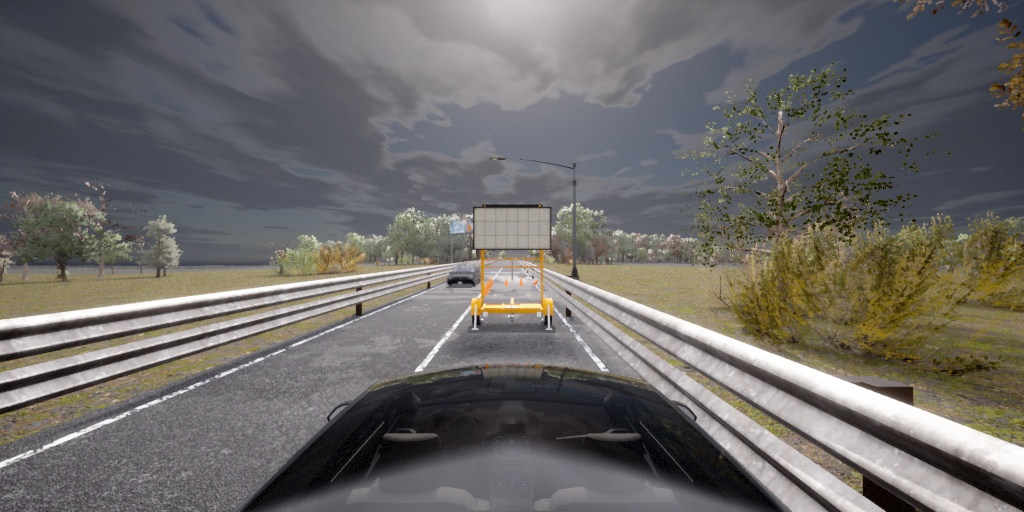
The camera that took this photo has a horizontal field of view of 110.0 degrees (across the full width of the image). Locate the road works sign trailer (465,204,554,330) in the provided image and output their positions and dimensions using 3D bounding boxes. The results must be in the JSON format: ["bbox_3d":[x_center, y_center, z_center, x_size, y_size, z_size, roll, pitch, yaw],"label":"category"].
[{"bbox_3d":[0.009,0.218,11.101,2.380,3.560,2.880,0,0,0],"label":"road works sign trailer"}]

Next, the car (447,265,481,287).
[{"bbox_3d":[-3.252,1.306,25.157,2.033,1.411,5.357,0,0,0],"label":"car"}]
